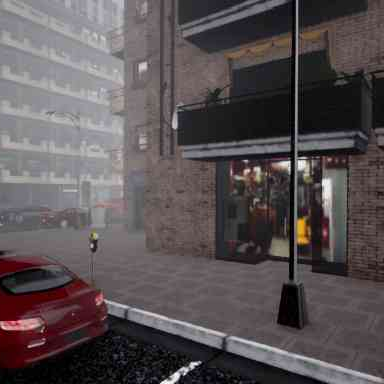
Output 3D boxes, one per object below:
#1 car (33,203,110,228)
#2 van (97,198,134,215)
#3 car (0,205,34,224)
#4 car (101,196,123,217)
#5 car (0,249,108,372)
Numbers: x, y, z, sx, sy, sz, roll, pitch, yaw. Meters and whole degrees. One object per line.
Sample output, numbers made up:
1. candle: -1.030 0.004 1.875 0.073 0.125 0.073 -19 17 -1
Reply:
1. car: -8.461 1.756 23.702 1.887 1.381 4.507 0 -1 36
2. van: -8.636 1.606 37.821 1.690 1.788 3.998 0 -1 36
3. car: -13.244 1.727 26.979 1.994 1.385 4.181 1 0 36
4. car: -7.761 1.485 34.612 2.150 2.045 5.566 1 0 36
5. car: -3.085 1.582 5.205 4.206 1.307 1.802 0 0 36
